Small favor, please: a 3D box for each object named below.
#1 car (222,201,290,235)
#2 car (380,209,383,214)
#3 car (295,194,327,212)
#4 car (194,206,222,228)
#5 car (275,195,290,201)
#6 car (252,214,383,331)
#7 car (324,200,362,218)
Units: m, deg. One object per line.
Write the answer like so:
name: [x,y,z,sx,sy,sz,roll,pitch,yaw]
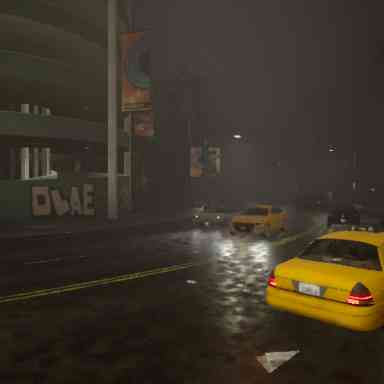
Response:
car: [3.762,1.465,18.099,1.882,1.535,5.008,0,0,32]
car: [13.672,1.554,21.868,1.994,1.385,4.181,0,0,22]
car: [13.456,1.201,37.874,2.150,2.045,5.566,0,0,1]
car: [1.965,1.584,21.784,1.895,1.301,4.718,0,0,29]
car: [18.161,1.437,67.071,2.231,1.521,4.892,0,0,-4]
car: [3.609,1.452,6.810,5.366,1.575,1.801,0,0,-44]
car: [9.875,1.514,21.710,1.812,1.442,4.674,0,0,25]
